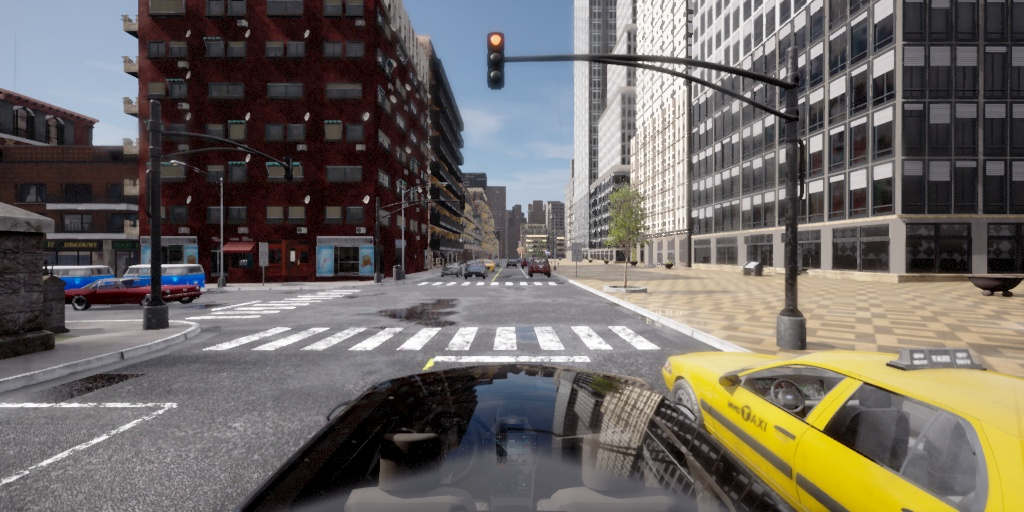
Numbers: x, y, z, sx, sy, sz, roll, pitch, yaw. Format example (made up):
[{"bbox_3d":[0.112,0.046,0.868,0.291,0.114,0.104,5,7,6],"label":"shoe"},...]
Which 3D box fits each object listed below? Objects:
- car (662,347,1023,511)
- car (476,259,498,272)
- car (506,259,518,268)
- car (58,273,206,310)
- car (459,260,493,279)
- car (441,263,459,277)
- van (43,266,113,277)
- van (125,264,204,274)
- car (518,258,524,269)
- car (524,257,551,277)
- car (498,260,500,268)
[{"bbox_3d":[2.690,1.275,2.541,1.751,1.417,4.829,0,0,0],"label":"car"},{"bbox_3d":[-3.198,1.246,45.709,1.882,1.535,5.008,0,0,0],"label":"car"},{"bbox_3d":[-0.038,1.299,63.820,1.837,1.490,4.892,0,0,0],"label":"car"},{"bbox_3d":[-16.578,1.603,15.746,4.718,1.301,1.895,-1,0,-1],"label":"car"},{"bbox_3d":[-3.167,1.305,32.573,2.033,1.411,5.357,0,0,0],"label":"car"},{"bbox_3d":[-5.764,1.309,34.764,2.007,1.370,4.403,0,0,0],"label":"car"},{"bbox_3d":[-26.348,1.481,21.426,3.998,1.789,1.690,0,0,-1],"label":"van"},{"bbox_3d":[-20.810,1.391,21.490,3.998,1.789,1.690,0,0,-1],"label":"van"},{"bbox_3d":[2.565,1.098,56.888,2.192,1.841,5.009,0,0,0],"label":"car"},{"bbox_3d":[2.616,1.073,34.784,2.192,1.841,5.009,0,0,0],"label":"car"},{"bbox_3d":[-3.180,1.286,64.116,2.128,1.511,4.902,0,0,0],"label":"car"}]
